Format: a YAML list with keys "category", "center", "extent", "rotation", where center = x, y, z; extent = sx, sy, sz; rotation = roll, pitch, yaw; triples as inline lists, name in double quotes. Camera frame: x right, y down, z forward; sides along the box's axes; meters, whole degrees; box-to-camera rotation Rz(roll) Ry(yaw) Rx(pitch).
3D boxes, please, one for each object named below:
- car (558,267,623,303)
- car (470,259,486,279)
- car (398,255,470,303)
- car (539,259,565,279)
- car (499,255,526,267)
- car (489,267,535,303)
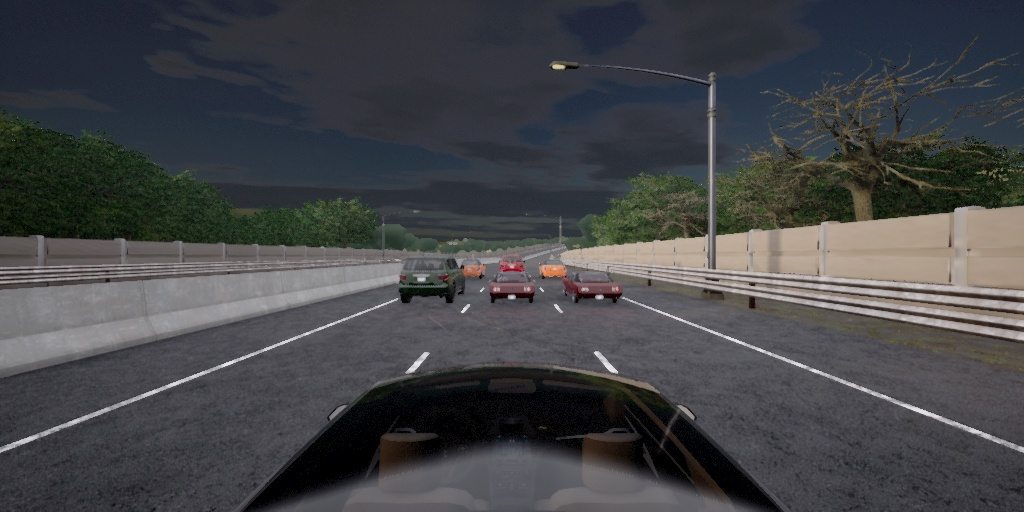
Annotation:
- category: "car"
  center: [3.501, 1.354, 16.537]
  extent: [1.895, 1.301, 4.718]
  rotation: [0, 0, 0]
- category: "car"
  center: [-3.485, 1.072, 31.456]
  extent: [2.097, 1.767, 4.553]
  rotation: [0, 0, 0]
- category: "car"
  center: [-3.499, 0.995, 16.534]
  extent: [2.150, 2.045, 5.566]
  rotation: [0, 0, 0]
- category: "car"
  center: [3.515, 1.073, 31.421]
  extent: [2.097, 1.767, 4.553]
  rotation: [0, 0, 0]
- category: "car"
  center: [0.015, 0.964, 31.496]
  extent: [2.150, 2.045, 5.566]
  rotation: [0, 0, 0]
- category: "car"
  center: [0.001, 1.354, 16.537]
  extent: [1.895, 1.301, 4.718]
  rotation: [0, 0, 0]
